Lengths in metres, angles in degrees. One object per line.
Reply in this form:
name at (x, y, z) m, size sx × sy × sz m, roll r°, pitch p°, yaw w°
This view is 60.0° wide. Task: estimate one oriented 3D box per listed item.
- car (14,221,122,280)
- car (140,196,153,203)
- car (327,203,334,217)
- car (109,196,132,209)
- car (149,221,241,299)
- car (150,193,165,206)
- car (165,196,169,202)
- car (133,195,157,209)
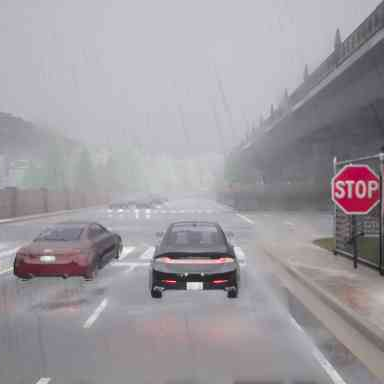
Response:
car at (-3.431, 1.563, 9.956) m, size 1.994 × 1.385 × 4.181 m, roll 0°, pitch 0°, yaw 0°
car at (-9.523, 1.539, 69.716) m, size 2.033 × 1.411 × 5.357 m, roll 0°, pitch 0°, yaw 1°
car at (14.161, 1.221, 27.445) m, size 5.566 × 2.045 × 2.150 m, roll 0°, pitch 0°, yaw 0°
car at (-9.971, 1.505, 45.697) m, size 1.837 × 1.490 × 4.892 m, roll 0°, pitch 0°, yaw 1°
car at (0.060, 1.491, 8.464) m, size 2.128 × 1.511 × 4.902 m, roll 0°, pitch 0°, yaw 0°
car at (-6.301, 1.221, 56.650) m, size 2.150 × 2.045 × 5.566 m, roll 0°, pitch 0°, yaw 1°
car at (-5.993, 1.547, 71.674) m, size 1.994 × 1.385 × 4.181 m, roll 0°, pitch 0°, yaw 1°
car at (-6.466, 1.505, 46.015) m, size 1.837 × 1.490 × 4.892 m, roll 0°, pitch 0°, yaw 1°
